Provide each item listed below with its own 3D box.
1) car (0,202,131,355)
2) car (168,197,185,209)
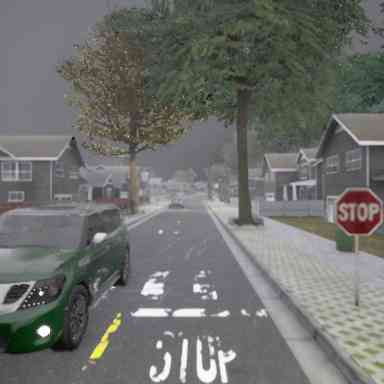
[{"bbox_3d":[-2.681,1.268,6.597,2.150,2.045,5.566,0,0,1],"label":"car"},{"bbox_3d":[-2.146,1.449,46.656,2.097,1.767,4.553,0,0,1],"label":"car"}]
